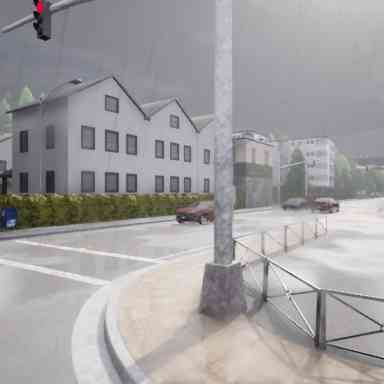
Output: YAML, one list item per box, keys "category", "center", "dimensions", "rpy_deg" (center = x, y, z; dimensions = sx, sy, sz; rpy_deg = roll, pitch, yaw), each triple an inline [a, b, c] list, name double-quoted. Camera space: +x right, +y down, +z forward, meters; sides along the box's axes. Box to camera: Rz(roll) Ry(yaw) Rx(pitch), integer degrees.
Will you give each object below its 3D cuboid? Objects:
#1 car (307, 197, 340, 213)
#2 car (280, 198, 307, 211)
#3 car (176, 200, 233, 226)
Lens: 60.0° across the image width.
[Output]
- category: "car"
  center: [13.515, 1.288, 33.611]
  dimensions: [1.882, 1.535, 5.008]
  rpy_deg: [0, 0, 35]
- category: "car"
  center: [11.728, 1.359, 37.394]
  dimensions: [2.033, 1.411, 5.357]
  rpy_deg: [0, 0, 36]
- category: "car"
  center: [0.921, 1.289, 22.196]
  dimensions: [1.882, 1.535, 5.008]
  rpy_deg: [0, 0, 36]
